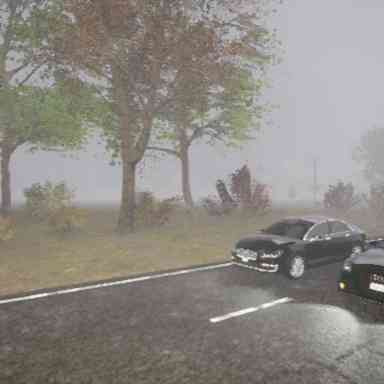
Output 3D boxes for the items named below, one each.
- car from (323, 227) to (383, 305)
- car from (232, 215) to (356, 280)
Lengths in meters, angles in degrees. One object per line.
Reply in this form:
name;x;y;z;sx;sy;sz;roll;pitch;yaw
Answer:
car;5.042;1.568;7.247;4.181;1.385;1.994;0;0;-35
car;3.362;1.508;10.039;4.892;1.490;1.837;0;0;-35
